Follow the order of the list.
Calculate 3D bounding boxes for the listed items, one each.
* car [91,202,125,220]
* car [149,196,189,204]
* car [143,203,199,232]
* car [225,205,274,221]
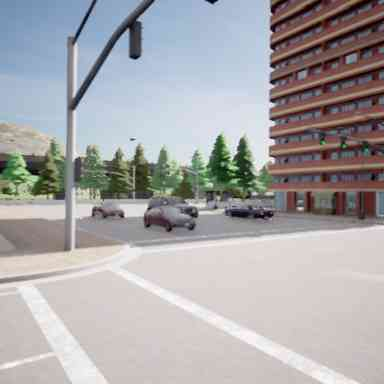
[{"bbox_3d":[-7.705,1.663,30.260,1.812,1.442,4.674,1,0,-35],"label":"car"},{"bbox_3d":[-1.719,1.402,27.801,2.150,2.045,5.566,1,-1,-35],"label":"car"},{"bbox_3d":[-1.562,1.662,21.409,1.812,1.442,4.674,1,0,-34],"label":"car"},{"bbox_3d":[5.107,1.870,30.390,1.895,1.301,4.718,1,-1,-35],"label":"car"}]
